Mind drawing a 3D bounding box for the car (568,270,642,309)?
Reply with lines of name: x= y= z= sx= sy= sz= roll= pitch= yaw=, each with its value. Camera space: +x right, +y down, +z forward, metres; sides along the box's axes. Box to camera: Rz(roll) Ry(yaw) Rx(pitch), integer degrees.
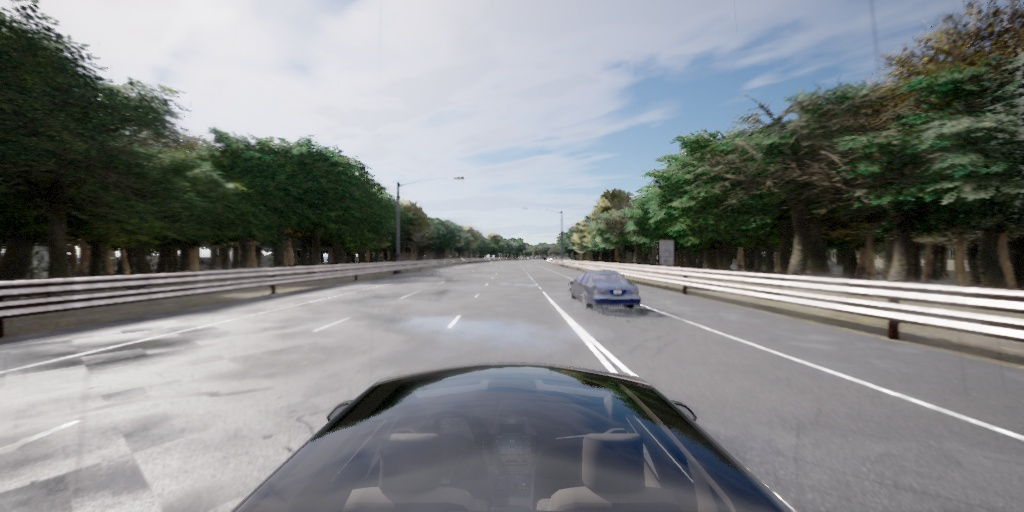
car: x=3.631 y=1.300 z=14.933 sx=2.033 sy=1.411 sz=5.357 roll=0 pitch=0 yaw=-1
